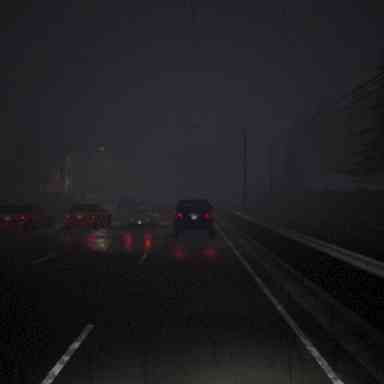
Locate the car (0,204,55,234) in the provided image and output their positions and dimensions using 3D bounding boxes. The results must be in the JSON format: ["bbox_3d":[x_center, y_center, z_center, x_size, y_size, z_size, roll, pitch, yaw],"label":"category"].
[{"bbox_3d":[-10.390,1.551,20.926,2.097,1.767,4.553,0,-1,0],"label":"car"}]

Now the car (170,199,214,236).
[{"bbox_3d":[0.109,1.409,19.674,2.150,2.045,5.566,0,0,0],"label":"car"}]

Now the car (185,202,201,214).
[{"bbox_3d":[0.121,2.007,42.995,1.895,1.301,4.718,0,-1,0],"label":"car"}]

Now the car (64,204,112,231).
[{"bbox_3d":[-6.889,1.566,22.554,2.097,1.767,4.553,0,-1,0],"label":"car"}]

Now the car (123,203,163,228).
[{"bbox_3d":[-3.389,1.751,23.743,1.812,1.442,4.674,0,0,0],"label":"car"}]

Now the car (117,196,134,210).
[{"bbox_3d":[-10.376,1.721,52.735,2.150,2.045,5.566,0,0,0],"label":"car"}]

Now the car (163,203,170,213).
[{"bbox_3d":[-3.380,1.989,41.086,1.895,1.301,4.718,0,-1,0],"label":"car"}]

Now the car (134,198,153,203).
[{"bbox_3d":[-6.876,1.820,49.603,2.097,1.767,4.553,0,-1,0],"label":"car"}]
